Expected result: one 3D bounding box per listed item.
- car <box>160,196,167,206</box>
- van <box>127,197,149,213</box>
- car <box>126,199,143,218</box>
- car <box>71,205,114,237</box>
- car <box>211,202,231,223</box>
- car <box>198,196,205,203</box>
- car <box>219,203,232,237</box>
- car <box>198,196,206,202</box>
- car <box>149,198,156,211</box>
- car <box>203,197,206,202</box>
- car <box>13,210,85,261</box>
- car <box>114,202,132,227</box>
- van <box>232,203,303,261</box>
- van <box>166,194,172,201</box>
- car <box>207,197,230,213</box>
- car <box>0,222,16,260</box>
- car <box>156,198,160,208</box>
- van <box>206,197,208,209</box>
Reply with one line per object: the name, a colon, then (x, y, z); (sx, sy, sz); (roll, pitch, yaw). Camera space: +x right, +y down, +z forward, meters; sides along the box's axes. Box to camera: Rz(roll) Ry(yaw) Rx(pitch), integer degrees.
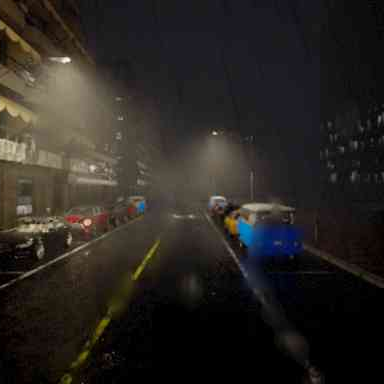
car: (-5.797, 1.643, 56.315); (1.947, 1.339, 4.313); (0, 0, 0)
van: (-5.758, 1.381, 34.209); (1.690, 1.788, 3.998); (0, 0, 0)
car: (-5.746, 1.576, 28.682); (1.887, 1.381, 4.507); (0, 0, 0)
car: (-5.727, 1.457, 17.628); (1.967, 1.590, 4.097); (0, 0, 0)
car: (2.644, 1.588, 23.171); (1.947, 1.339, 4.313); (0, 0, 0)
car: (2.553, 1.656, 72.910); (1.887, 1.381, 4.507); (0, 0, 0)
car: (2.654, 1.541, 17.813); (1.752, 1.417, 4.829); (0, 0, 0)
car: (2.532, 1.683, 83.962); (1.887, 1.381, 4.507); (0, 0, 0)
car: (-5.767, 1.630, 39.735); (1.802, 1.307, 4.206); (0, 0, 0)
car: (2.613, 1.573, 39.920); (1.752, 1.417, 4.829); (0, 0, 0)
car: (-5.716, 1.562, 12.103); (2.008, 1.369, 4.403); (0, 0, 0)
car: (-5.736, 1.590, 23.155); (1.947, 1.339, 4.313); (0, 0, 0)
van: (2.663, 1.351, 12.117); (1.690, 1.788, 3.998); (0, 0, 0)
van: (-5.849, 1.481, 83.948); (1.690, 1.788, 3.998); (0, 0, 0)
car: (2.633, 1.470, 28.697); (1.967, 1.590, 4.097); (0, 0, 0)
car: (-5.705, 1.557, 6.576); (2.008, 1.369, 4.403); (0, 0, 0)
car: (-5.777, 1.640, 45.261); (1.802, 1.307, 4.206); (0, 0, 0)
van: (2.622, 1.379, 34.225); (1.690, 1.788, 3.998); (0, 0, 0)
